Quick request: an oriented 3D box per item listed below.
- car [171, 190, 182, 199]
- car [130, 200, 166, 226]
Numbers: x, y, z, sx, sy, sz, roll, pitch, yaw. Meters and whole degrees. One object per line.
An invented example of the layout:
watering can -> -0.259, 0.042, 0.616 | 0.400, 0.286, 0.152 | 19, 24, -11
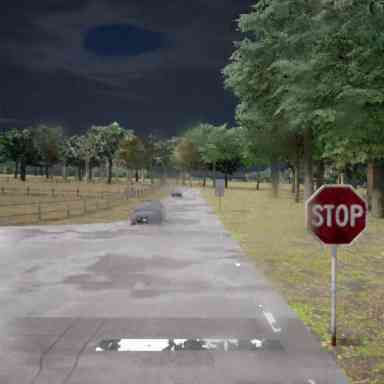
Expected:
car -> -2.643, 0.378, 57.485 | 1.895, 1.301, 4.718 | 0, 2, 0
car -> -2.711, 1.323, 21.433 | 1.837, 1.490, 4.892 | 0, 1, 0
